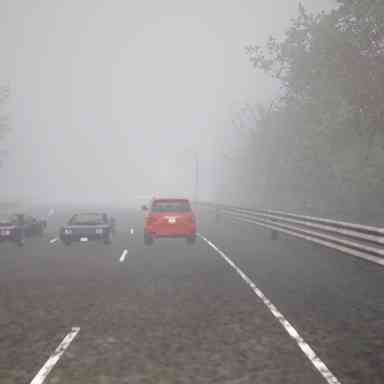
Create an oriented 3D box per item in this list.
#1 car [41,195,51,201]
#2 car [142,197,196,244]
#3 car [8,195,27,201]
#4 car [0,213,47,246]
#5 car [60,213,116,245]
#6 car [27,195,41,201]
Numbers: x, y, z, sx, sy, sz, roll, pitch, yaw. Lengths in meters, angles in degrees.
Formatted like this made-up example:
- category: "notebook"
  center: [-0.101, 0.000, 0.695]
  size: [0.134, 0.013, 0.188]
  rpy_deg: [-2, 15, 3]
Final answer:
- category: "car"
  center: [-37.454, 1.483, 84.188]
  size: [4.674, 1.442, 1.812]
  rpy_deg: [0, 0, 40]
- category: "car"
  center: [-1.184, 1.256, 16.048]
  size: [2.150, 2.045, 5.566]
  rpy_deg: [0, 0, -8]
- category: "car"
  center: [-42.142, 1.507, 78.989]
  size: [5.357, 1.411, 2.033]
  rpy_deg: [0, 0, 40]
- category: "car"
  center: [-8.112, 1.614, 15.044]
  size: [1.895, 1.301, 4.718]
  rpy_deg: [0, 0, -8]
- category: "car"
  center: [-4.648, 1.614, 15.546]
  size: [1.895, 1.301, 4.718]
  rpy_deg: [0, 0, -8]
- category: "car"
  center: [-39.798, 1.463, 81.588]
  size: [4.892, 1.490, 1.837]
  rpy_deg: [0, 0, 40]
